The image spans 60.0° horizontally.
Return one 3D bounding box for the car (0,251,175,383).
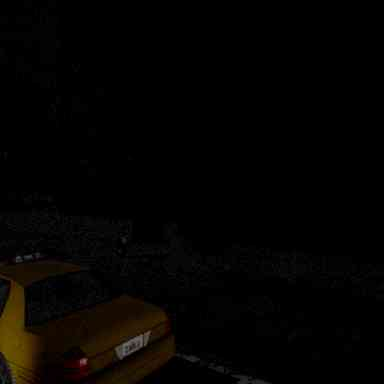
[{"bbox_3d":[-2.477,1.525,4.726,4.829,1.417,1.752,0,0,35],"label":"car"}]
